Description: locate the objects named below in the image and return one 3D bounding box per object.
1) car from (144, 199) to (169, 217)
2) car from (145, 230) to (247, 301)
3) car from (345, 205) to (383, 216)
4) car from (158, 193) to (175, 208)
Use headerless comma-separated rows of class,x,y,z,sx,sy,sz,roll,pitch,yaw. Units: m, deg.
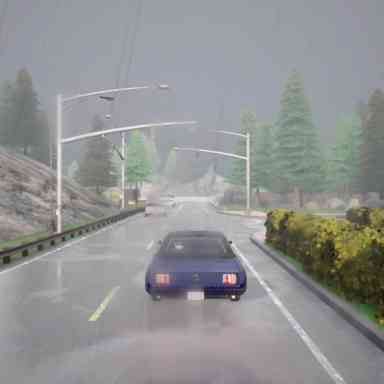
car,-3.397,1.601,31.049,1.895,1.301,4.718,0,0,-5
car,0.081,1.601,8.263,1.895,1.301,4.718,0,0,0
car,15.491,1.763,27.836,4.718,1.301,1.895,0,0,0
car,-3.589,1.222,48.166,2.150,2.045,5.566,0,0,0
